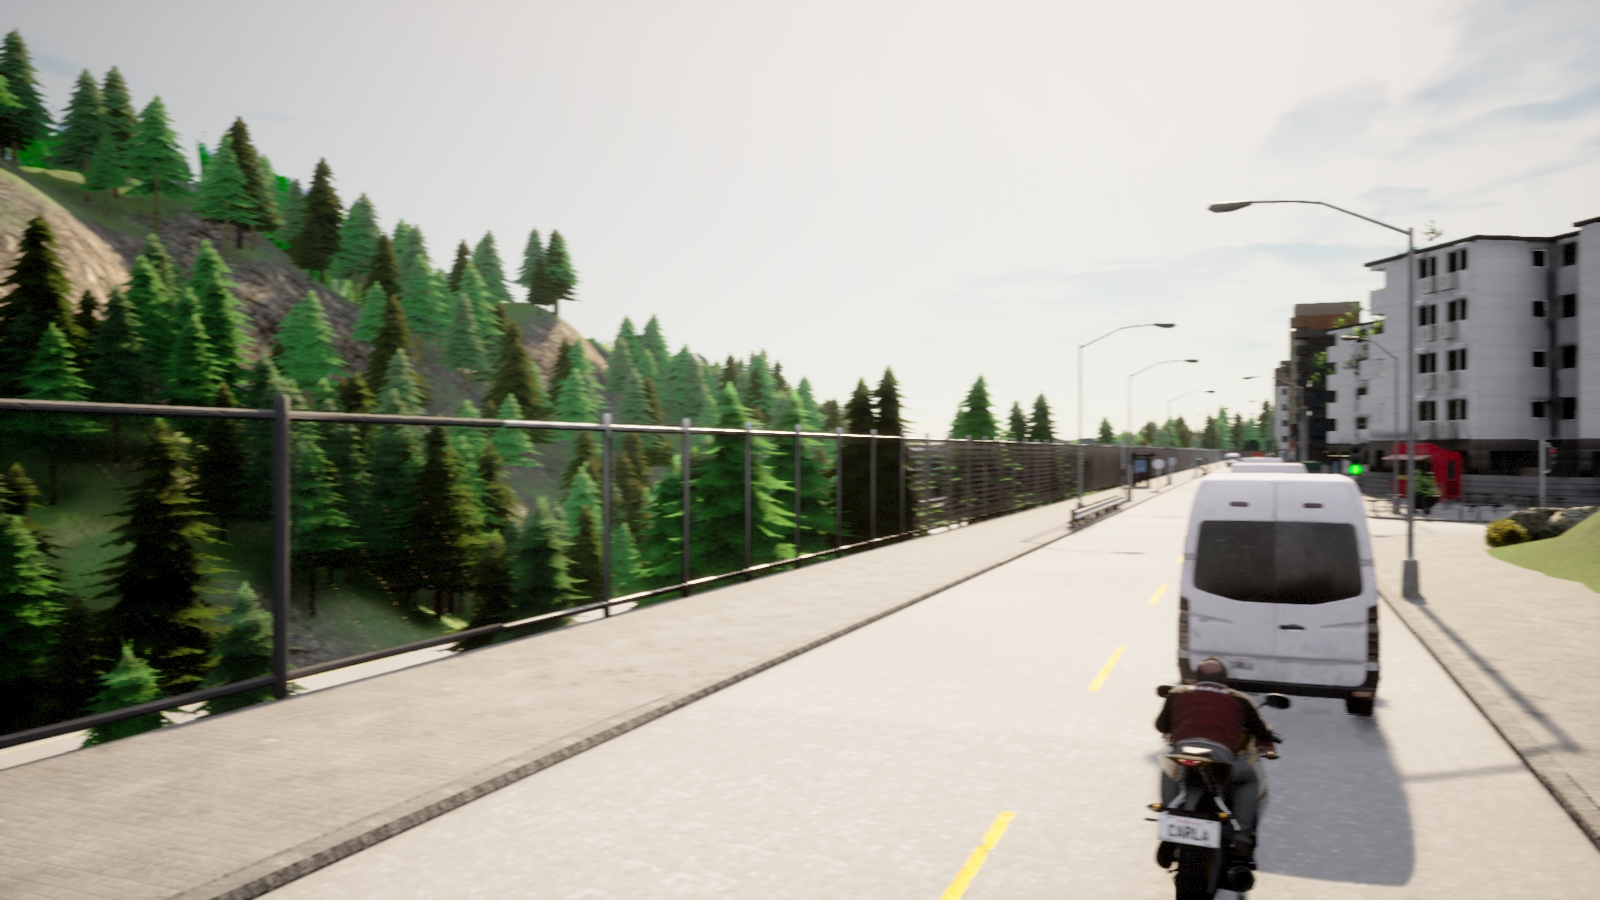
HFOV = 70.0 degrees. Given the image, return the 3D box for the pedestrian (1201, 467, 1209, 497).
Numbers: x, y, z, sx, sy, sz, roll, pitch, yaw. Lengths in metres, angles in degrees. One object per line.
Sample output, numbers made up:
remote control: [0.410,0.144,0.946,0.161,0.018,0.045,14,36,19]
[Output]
pedestrian: [25.312,1.969,71.388,0.375,1.860,0.375,0,0,-45]

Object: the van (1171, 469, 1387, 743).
van: [5.872,1.562,14.193,1.988,2.561,5.915,0,0,22]

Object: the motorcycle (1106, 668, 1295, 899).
motorcycle: [2.589,2.218,7.191,0.867,1.251,2.209,0,0,26]
